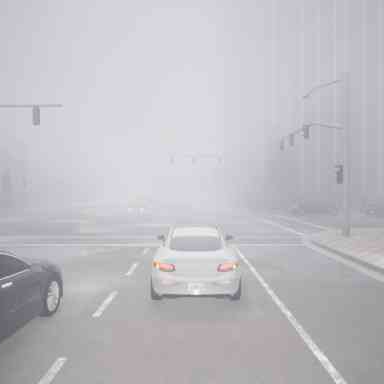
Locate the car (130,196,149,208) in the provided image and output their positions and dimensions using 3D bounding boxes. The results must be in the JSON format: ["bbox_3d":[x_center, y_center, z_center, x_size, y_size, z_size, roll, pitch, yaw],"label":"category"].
[{"bbox_3d":[-7.791,1.477,48.220,1.882,1.535,5.008,0,0,-1],"label":"car"}]

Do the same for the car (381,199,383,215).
[{"bbox_3d":[21.540,1.478,32.588,5.008,1.535,1.882,0,0,0],"label":"car"}]

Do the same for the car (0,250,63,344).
[{"bbox_3d":[-3.434,1.505,4.582,1.837,1.490,4.892,0,0,1],"label":"car"}]

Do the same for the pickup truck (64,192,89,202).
[{"bbox_3d":[-24.638,1.059,70.291,2.390,2.098,6.274,0,0,30],"label":"pickup truck"}]

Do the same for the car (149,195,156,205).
[{"bbox_3d":[-7.921,1.505,57.951,1.837,1.490,4.892,0,0,-1],"label":"car"}]

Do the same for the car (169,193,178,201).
[{"bbox_3d":[-4.723,1.225,85.507,2.150,2.045,5.566,0,0,-1],"label":"car"}]

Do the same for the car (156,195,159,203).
[{"bbox_3d":[-7.995,1.352,68.133,2.097,1.767,4.553,0,0,0],"label":"car"}]

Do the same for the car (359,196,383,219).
[{"bbox_3d":[17.720,1.221,29.064,5.566,2.045,2.150,0,0,0],"label":"car"}]

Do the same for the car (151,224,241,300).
[{"bbox_3d":[0.080,1.526,8.231,1.812,1.442,4.674,0,0,0],"label":"car"}]

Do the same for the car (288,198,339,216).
[{"bbox_3d":[11.782,1.352,32.522,4.553,1.767,2.097,0,0,0],"label":"car"}]
